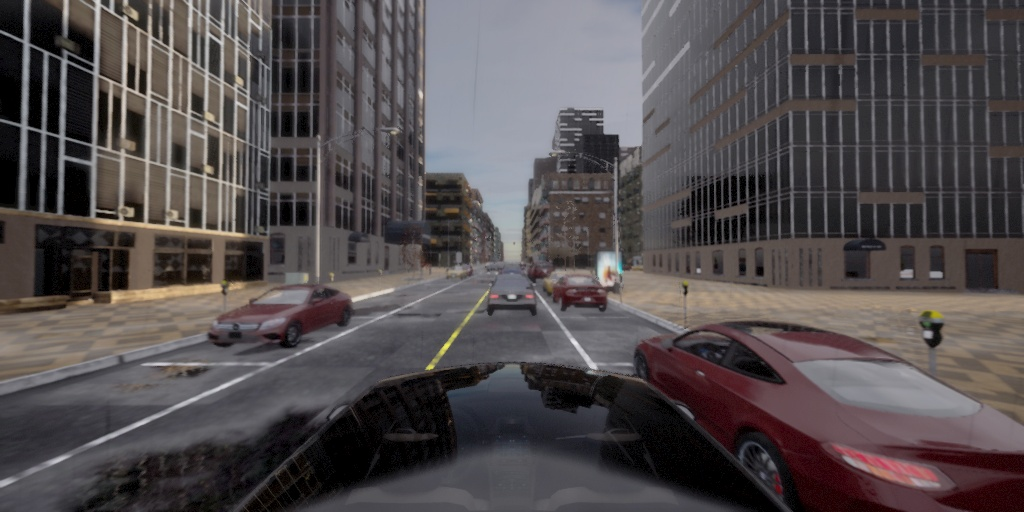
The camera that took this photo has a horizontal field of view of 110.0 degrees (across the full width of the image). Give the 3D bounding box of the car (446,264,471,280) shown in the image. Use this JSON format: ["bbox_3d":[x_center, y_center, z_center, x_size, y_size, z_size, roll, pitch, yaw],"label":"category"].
[{"bbox_3d":[-5.686,1.649,37.077,1.751,1.417,4.829,0,0,0],"label":"car"}]

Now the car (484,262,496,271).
[{"bbox_3d":[-3.014,1.900,57.382,1.994,1.385,4.181,0,-1,1],"label":"car"}]

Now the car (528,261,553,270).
[{"bbox_3d":[2.694,1.379,31.685,2.192,1.841,5.009,0,0,0],"label":"car"}]

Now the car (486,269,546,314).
[{"bbox_3d":[0.010,1.431,14.381,2.033,1.411,5.357,0,-1,0],"label":"car"}]

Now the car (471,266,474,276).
[{"bbox_3d":[-5.685,1.622,42.806,1.967,1.591,4.097,0,0,0],"label":"car"}]

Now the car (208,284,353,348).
[{"bbox_3d":[-5.689,1.413,9.450,1.802,1.307,4.207,0,0,0],"label":"car"}]

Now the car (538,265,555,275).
[{"bbox_3d":[2.694,1.473,20.737,1.751,1.417,4.829,0,0,0],"label":"car"}]

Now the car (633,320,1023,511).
[{"bbox_3d":[2.691,1.355,3.890,1.802,1.307,4.207,0,0,0],"label":"car"}]

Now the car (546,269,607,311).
[{"bbox_3d":[2.692,1.434,15.008,1.888,1.381,4.507,0,0,0],"label":"car"}]

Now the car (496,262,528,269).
[{"bbox_3d":[0.025,1.401,30.288,2.097,1.767,4.553,0,-1,0],"label":"car"}]
